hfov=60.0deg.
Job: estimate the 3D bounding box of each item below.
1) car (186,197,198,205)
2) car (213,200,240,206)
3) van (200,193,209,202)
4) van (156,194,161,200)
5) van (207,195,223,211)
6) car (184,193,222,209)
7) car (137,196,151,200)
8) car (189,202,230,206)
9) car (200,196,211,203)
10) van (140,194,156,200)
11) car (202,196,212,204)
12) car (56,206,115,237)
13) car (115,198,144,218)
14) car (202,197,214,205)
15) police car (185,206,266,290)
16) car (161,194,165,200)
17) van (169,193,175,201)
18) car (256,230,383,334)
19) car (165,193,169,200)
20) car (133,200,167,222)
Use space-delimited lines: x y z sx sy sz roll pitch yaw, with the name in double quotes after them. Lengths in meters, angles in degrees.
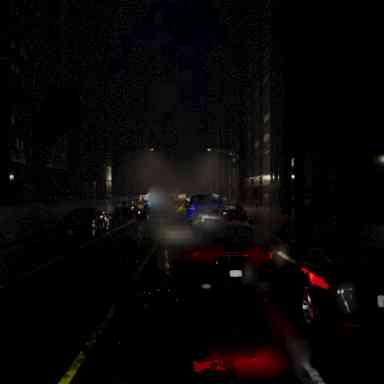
0.007 1.520 57.608 1.895 1.301 4.718 0 0 0 "car"
2.760 1.512 23.639 1.887 1.381 4.507 0 0 0 "car"
2.769 1.236 74.404 1.690 1.788 3.998 0 0 0 "van"
-5.762 1.277 46.198 1.690 1.788 3.998 0 0 0 "van"
2.763 1.285 40.560 1.690 1.788 3.998 0 0 0 "van"
0.702 1.187 25.109 2.150 2.045 5.566 0 0 -1 "car"
-5.763 1.477 34.747 1.752 1.417 4.829 0 0 0 "car"
0.900 1.499 19.102 1.812 1.442 4.674 0 0 0 "car"
2.769 1.469 68.764 1.947 1.339 4.313 0 0 0 "car"
-5.763 1.285 40.557 1.690 1.788 3.998 0 0 0 "van"
2.768 1.493 63.123 1.802 1.307 4.206 0 0 0 "car"
-5.766 1.541 17.995 1.947 1.339 4.313 0 0 0 "car"
-5.764 1.510 29.276 2.008 1.369 4.403 0 0 0 "car"
2.767 1.501 57.483 1.802 1.307 4.206 0 0 0 "car"
0.841 1.412 9.202 1.930 1.638 5.238 0 0 -1 "police car"
-5.760 1.368 51.839 1.967 1.590 4.097 0 0 0 "car"
-5.756 1.228 80.044 1.690 1.788 3.998 0 0 0 "van"
2.757 1.556 6.716 1.947 1.339 4.313 0 0 0 "car"
-5.760 1.235 57.480 2.192 1.841 5.009 0 0 0 "car"
-3.097 1.564 26.252 1.895 1.301 4.718 0 0 0 "car"
